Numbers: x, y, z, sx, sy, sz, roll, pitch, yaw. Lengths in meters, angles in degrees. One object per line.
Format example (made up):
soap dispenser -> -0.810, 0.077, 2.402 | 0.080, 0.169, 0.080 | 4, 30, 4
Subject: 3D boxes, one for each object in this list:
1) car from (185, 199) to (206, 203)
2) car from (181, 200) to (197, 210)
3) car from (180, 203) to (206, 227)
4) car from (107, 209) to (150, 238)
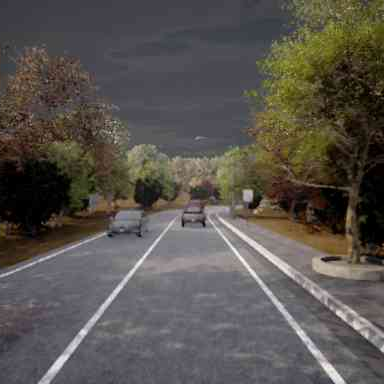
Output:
car -> 0.607, 1.952, 44.526 | 2.150, 2.045, 5.566 | 0, -1, 5
car -> -0.437, 2.385, 62.812 | 2.097, 1.767, 4.553 | 1, -1, 12
car -> 0.112, 1.881, 26.350 | 2.128, 1.511, 4.902 | 0, -1, 0
car -> -3.571, 1.770, 19.408 | 1.837, 1.490, 4.892 | 0, -1, 0
